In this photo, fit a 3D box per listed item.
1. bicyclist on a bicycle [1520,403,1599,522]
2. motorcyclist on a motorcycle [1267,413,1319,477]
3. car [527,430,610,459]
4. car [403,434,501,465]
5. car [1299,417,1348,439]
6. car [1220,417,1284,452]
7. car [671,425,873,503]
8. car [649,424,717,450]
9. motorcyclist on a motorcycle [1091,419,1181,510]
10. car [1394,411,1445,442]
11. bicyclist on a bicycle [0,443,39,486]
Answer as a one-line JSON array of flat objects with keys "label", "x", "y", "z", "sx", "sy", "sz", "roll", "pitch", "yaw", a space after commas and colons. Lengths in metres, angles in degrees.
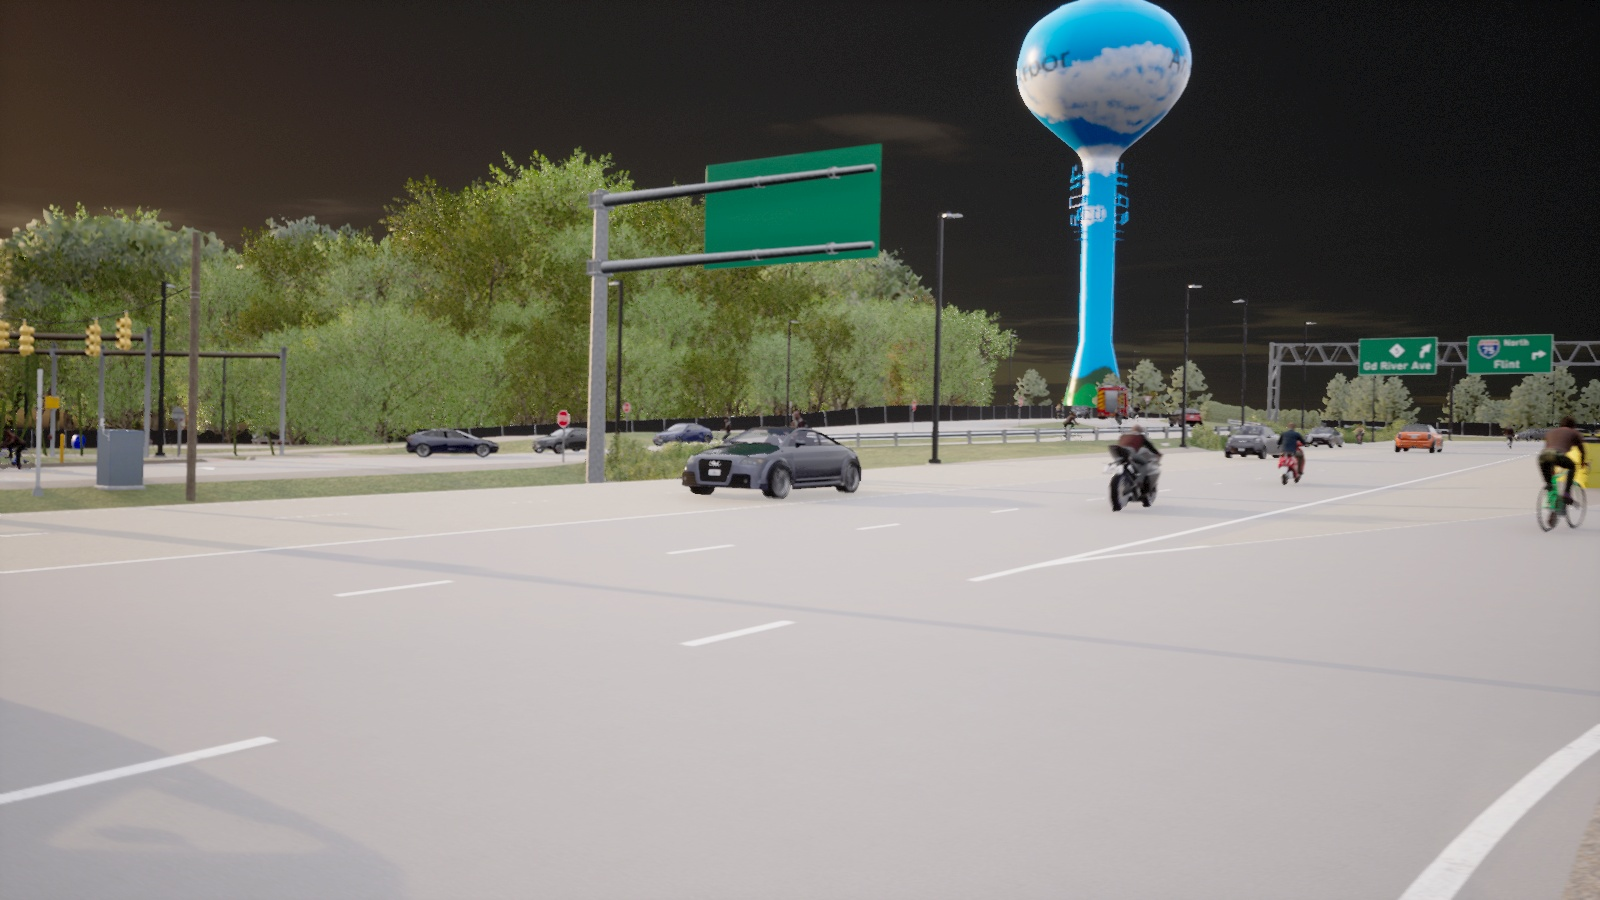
[{"label": "bicyclist on a bicycle", "x": 10.878, "y": 0.152, "z": 17.808, "sx": 1.656, "sy": 1.620, "sz": 0.582, "roll": -1, "pitch": 1, "yaw": -39}, {"label": "motorcyclist on a motorcycle", "x": 12.613, "y": -0.138, "z": 32.113, "sx": 0.866, "sy": 1.590, "sz": 1.817, "roll": 1, "pitch": 2, "yaw": 34}, {"label": "car", "x": -13.239, "y": -0.326, "z": 72.200, "sx": 1.812, "sy": 1.442, "sz": 4.674, "roll": 1, "pitch": 3, "yaw": 37}, {"label": "car", "x": -18.350, "y": -0.055, "z": 66.418, "sx": 4.792, "sy": 1.488, "sz": 2.163, "roll": -1, "pitch": 2, "yaw": -10}, {"label": "car", "x": 35.464, "y": -1.493, "z": 85.030, "sx": 2.033, "sy": 1.411, "sz": 5.357, "roll": 1, "pitch": 2, "yaw": 34}, {"label": "car", "x": 20.162, "y": -0.699, "z": 55.933, "sx": 1.845, "sy": 1.501, "sz": 3.633, "roll": 1, "pitch": 2, "yaw": 34}, {"label": "car", "x": -0.473, "y": 0.220, "z": 25.170, "sx": 1.994, "sy": 1.385, "sz": 4.181, "roll": 1, "pitch": 2, "yaw": 34}, {"label": "car", "x": -7.485, "y": -0.858, "z": 80.845, "sx": 1.812, "sy": 1.442, "sz": 4.674, "roll": 0, "pitch": 4, "yaw": 34}, {"label": "motorcyclist on a motorcycle", "x": 5.968, "y": 0.221, "z": 22.205, "sx": 0.866, "sy": 1.530, "sz": 2.191, "roll": 1, "pitch": 2, "yaw": 34}, {"label": "car", "x": 36.636, "y": -1.410, "z": 74.211, "sx": 2.097, "sy": 1.767, "sz": 4.553, "roll": 1, "pitch": 2, "yaw": 34}, {"label": "bicyclist on a bicycle", "x": -30.676, "y": 0.556, "z": 48.893, "sx": 0.582, "sy": 1.620, "sz": 1.656, "roll": 0, "pitch": 2, "yaw": 33}]
